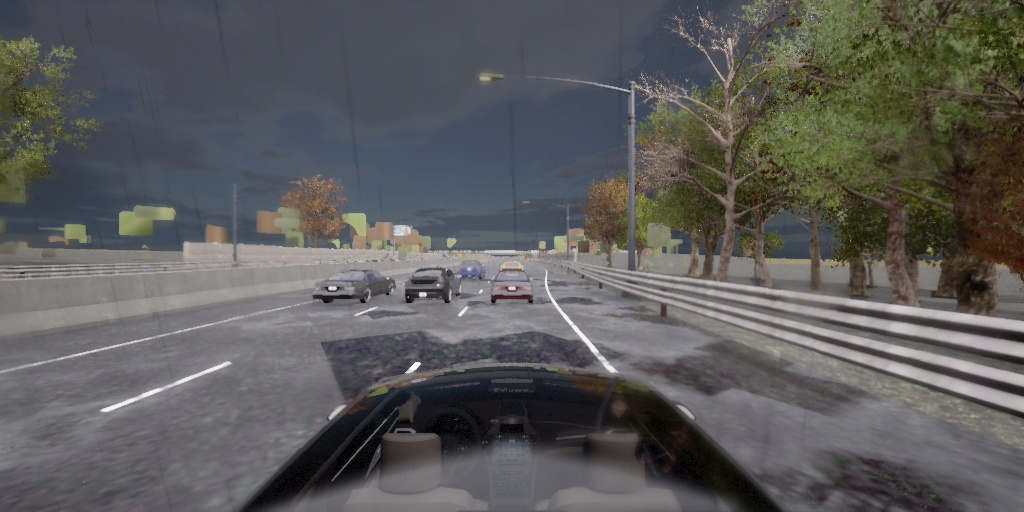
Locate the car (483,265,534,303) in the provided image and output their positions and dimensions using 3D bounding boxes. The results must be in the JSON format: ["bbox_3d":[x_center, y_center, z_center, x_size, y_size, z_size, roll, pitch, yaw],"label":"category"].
[{"bbox_3d":[0.000,1.313,16.501,2.033,1.411,5.357,0,0,0],"label":"car"}]

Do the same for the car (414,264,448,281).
[{"bbox_3d":[-7.000,1.375,31.531,1.895,1.301,4.718,0,0,0],"label":"car"}]

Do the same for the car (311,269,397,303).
[{"bbox_3d":[-7.000,1.313,16.501,2.033,1.411,5.357,0,0,0],"label":"car"}]

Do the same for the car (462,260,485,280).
[{"bbox_3d":[-3.500,1.125,31.471,2.097,1.767,4.553,0,0,0],"label":"car"}]

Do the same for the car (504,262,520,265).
[{"bbox_3d":[0.000,1.244,31.501,1.882,1.535,5.008,0,0,0],"label":"car"}]

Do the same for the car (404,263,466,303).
[{"bbox_3d":[-3.500,1.266,16.501,1.837,1.490,4.892,0,0,0],"label":"car"}]
